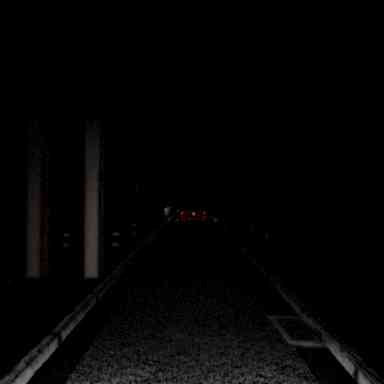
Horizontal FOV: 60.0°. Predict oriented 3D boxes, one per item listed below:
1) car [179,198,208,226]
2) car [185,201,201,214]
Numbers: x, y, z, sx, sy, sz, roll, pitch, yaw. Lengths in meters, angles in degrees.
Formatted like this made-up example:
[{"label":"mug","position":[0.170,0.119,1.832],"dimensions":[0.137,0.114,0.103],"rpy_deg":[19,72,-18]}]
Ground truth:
[{"label":"car","position":[0.103,1.555,25.038],"dimensions":[2.097,1.767,4.553],"rpy_deg":[0,-1,0]},{"label":"car","position":[0.106,1.934,43.005],"dimensions":[1.882,1.535,5.008],"rpy_deg":[0,-1,0]}]
